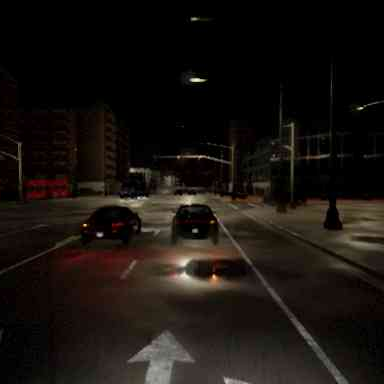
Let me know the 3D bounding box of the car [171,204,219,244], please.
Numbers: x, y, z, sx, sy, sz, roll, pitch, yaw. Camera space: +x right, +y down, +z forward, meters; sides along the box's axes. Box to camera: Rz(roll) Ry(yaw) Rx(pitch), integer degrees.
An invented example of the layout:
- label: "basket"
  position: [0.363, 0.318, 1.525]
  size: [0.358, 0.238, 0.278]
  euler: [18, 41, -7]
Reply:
- label: "car"
  position: [0.110, 1.285, 14.885]
  size: [1.882, 1.535, 5.008]
  euler: [0, 0, 0]

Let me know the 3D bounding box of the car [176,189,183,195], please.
- label: "car"
  position: [-3.474, 0.038, 92.015]
  size: [1.837, 1.490, 4.892]
  euler: [0, 1, 0]

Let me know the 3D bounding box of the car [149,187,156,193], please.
- label: "car"
  position: [-10.475, -0.293, 86.602]
  size: [2.150, 2.045, 5.566]
  euler: [0, 1, 0]

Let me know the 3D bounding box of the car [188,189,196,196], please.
- label: "car"
  position: [0.023, 0.062, 81.981]
  size: [2.097, 1.767, 4.553]
  euler: [0, 1, 0]

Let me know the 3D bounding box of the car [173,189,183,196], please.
- label: "car"
  position: [-3.477, 0.231, 82.014]
  size: [1.812, 1.442, 4.674]
  euler: [0, 1, 0]

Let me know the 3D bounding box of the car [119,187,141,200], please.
- label: "car"
  position: [-10.532, 0.215, 55.581]
  size: [2.150, 2.045, 5.566]
  euler: [0, 1, 1]

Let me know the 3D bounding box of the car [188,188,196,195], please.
- label: "car"
  position: [0.026, -0.107, 91.982]
  size: [2.097, 1.767, 4.553]
  euler: [0, 1, 0]

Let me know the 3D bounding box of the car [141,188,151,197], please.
- label: "car"
  position: [-10.480, 0.416, 70.900]
  size: [1.895, 1.301, 4.718]
  euler: [0, 1, 0]

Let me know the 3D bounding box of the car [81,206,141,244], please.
- label: "car"
  position: [-3.399, 1.337, 14.559]
  size: [1.812, 1.442, 4.674]
  euler: [0, 1, 0]

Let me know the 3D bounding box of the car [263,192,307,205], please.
- label: "car"
  position: [10.927, 0.729, 39.361]
  size: [5.008, 1.535, 1.882]
  euler: [0, 1, 1]
